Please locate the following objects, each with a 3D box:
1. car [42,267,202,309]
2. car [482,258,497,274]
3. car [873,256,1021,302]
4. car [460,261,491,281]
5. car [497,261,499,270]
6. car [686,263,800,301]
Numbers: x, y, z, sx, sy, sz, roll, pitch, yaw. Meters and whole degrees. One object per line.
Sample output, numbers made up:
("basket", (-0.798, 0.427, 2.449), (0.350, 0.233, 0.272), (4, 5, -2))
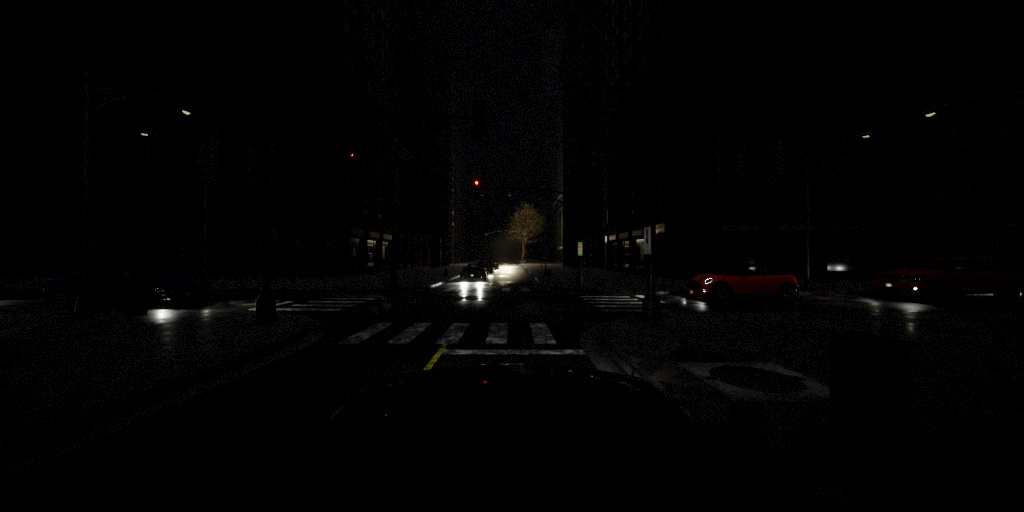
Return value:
("car", (-14.903, 1.177, 13.863), (5.008, 1.535, 1.882), (0, 0, 2))
("car", (-3.073, 1.233, 40.438), (1.882, 1.535, 5.008), (0, 0, 0))
("car", (20.690, 1.038, 17.034), (5.566, 2.045, 2.150), (0, 0, 1))
("car", (-3.082, 1.314, 29.648), (1.994, 1.385, 4.181), (0, 0, 0))
("car", (-3.046, 1.123, 53.132), (2.097, 1.767, 4.553), (0, 0, 0))
("car", (10.789, 1.138, 17.048), (4.553, 1.767, 2.097), (0, 0, 0))
